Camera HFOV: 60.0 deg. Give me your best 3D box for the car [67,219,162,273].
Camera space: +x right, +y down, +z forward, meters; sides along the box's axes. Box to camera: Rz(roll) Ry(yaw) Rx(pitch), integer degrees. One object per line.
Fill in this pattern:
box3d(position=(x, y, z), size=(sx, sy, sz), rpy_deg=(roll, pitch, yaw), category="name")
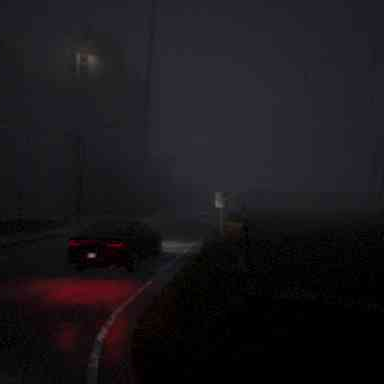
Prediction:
box3d(position=(-2.421, 1.685, 11.641), size=(1.882, 1.535, 5.008), rpy_deg=(0, -2, 8), category="car")
